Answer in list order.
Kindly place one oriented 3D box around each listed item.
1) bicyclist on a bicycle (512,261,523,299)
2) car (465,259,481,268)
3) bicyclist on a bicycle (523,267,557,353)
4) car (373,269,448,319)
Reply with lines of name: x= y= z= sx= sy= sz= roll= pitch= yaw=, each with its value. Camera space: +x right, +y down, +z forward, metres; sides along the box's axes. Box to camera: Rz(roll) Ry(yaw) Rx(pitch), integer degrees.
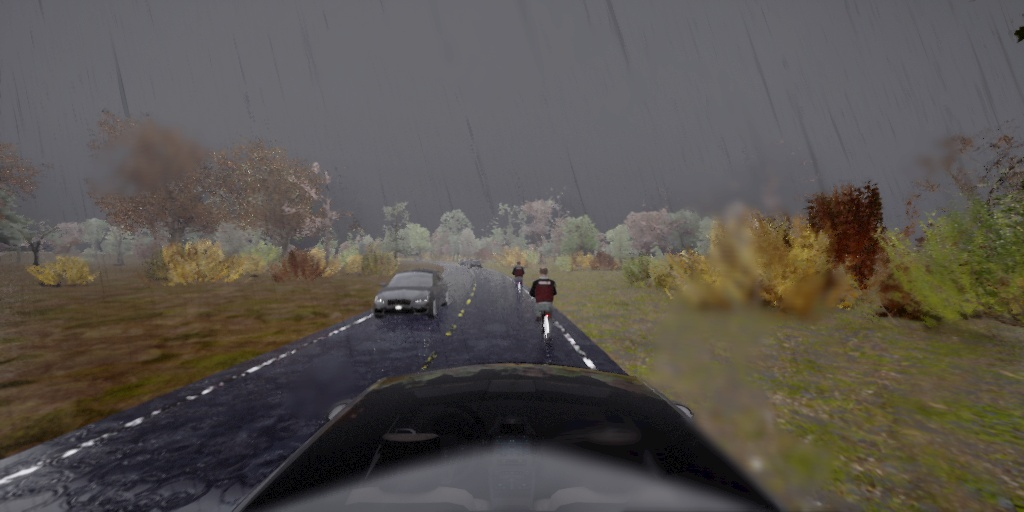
bicyclist on a bicycle: x=0.303 y=1.120 z=17.047 sx=0.659 sy=1.776 sz=1.843 roll=0 pitch=0 yaw=-3
car: x=-6.279 y=1.253 z=60.317 sx=1.837 sy=1.490 sz=4.892 roll=0 pitch=0 yaw=-12
bicyclist on a bicycle: x=0.687 y=1.119 z=7.983 sx=0.659 sy=1.776 sz=1.843 roll=0 pitch=0 yaw=-1
car: x=-3.427 y=1.256 z=12.897 sx=1.837 sy=1.490 sz=4.892 roll=0 pitch=0 yaw=-3
